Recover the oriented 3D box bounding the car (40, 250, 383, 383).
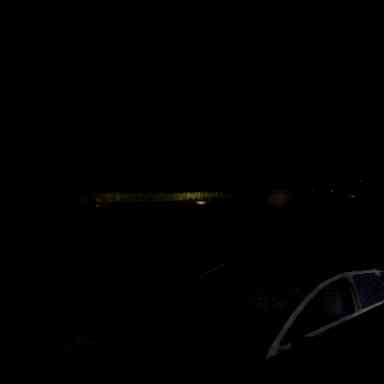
[{"bbox_3d":[0.958,1.494,3.702,4.902,1.511,2.128,0,0,-35],"label":"car"}]
